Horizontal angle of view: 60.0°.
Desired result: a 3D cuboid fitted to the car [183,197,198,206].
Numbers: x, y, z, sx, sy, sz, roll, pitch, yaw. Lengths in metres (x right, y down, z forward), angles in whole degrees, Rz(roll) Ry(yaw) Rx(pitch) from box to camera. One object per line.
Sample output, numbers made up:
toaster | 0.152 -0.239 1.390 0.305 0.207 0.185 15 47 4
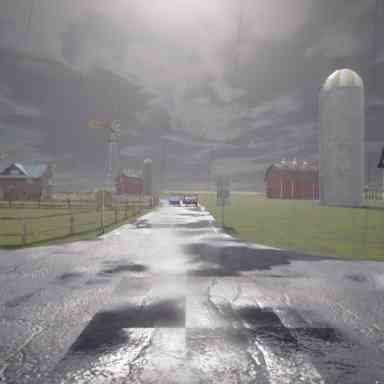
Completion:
car | -0.079 1.536 54.043 1.837 1.490 4.892 0 0 -2

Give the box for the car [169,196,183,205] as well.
car | -3.019 1.506 58.160 1.882 1.535 5.008 0 0 -2

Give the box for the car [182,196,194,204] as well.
car | -0.748 1.589 64.173 1.994 1.385 4.181 0 0 -6
